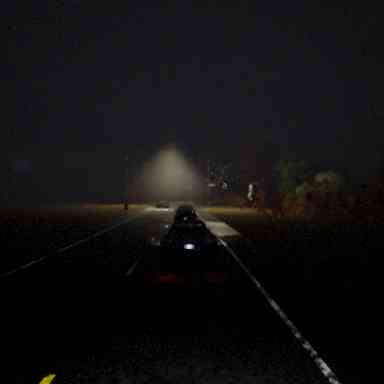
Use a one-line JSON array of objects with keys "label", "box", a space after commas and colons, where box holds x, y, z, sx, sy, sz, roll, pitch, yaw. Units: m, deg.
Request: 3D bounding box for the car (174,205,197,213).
[{"label": "car", "box": [-0.545, 1.858, 28.060, 1.812, 1.442, 4.674, 0, 0, -1]}]

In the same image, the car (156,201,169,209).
[{"label": "car", "box": [-5.022, 2.222, 56.903, 1.994, 1.385, 4.181, 0, -1, -1]}]

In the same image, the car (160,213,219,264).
[{"label": "car", "box": [-0.116, 1.718, 12.521, 1.994, 1.385, 4.181, 0, -1, -1]}]
